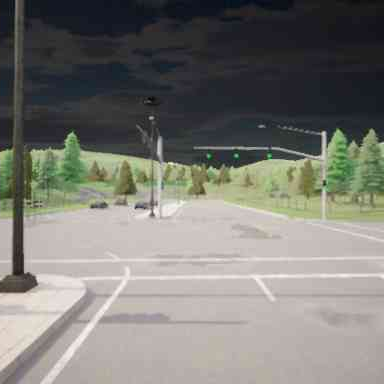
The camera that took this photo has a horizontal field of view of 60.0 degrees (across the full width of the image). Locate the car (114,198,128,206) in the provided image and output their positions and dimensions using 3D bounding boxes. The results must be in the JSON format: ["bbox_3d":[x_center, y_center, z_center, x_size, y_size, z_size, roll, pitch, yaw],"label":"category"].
[{"bbox_3d":[-14.944,2.104,70.023,2.097,1.767,4.553,0,-1,0],"label":"car"}]

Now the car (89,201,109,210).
[{"bbox_3d":[-15.008,2.124,53.930,2.033,1.411,5.357,0,-1,1],"label":"car"}]

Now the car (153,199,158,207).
[{"bbox_3d":[-7.944,2.270,69.672,2.128,1.511,4.902,0,-1,0],"label":"car"}]

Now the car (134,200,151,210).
[{"bbox_3d":[-8.015,2.119,53.428,2.033,1.411,5.357,0,-1,1],"label":"car"}]
